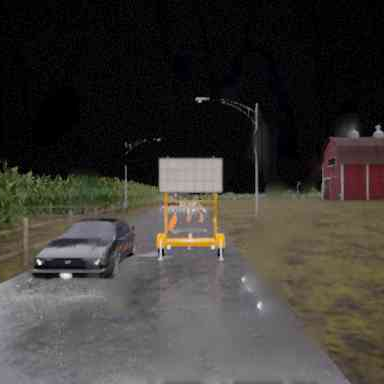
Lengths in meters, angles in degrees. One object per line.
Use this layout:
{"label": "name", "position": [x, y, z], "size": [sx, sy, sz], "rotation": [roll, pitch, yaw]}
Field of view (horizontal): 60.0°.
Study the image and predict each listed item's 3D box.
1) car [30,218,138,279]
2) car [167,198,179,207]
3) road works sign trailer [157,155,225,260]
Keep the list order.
{"label": "car", "position": [-2.891, 1.534, 10.278], "size": [2.033, 1.411, 5.357], "rotation": [0, 0, 0]}
{"label": "car", "position": [-3.053, 1.607, 52.699], "size": [1.994, 1.385, 4.181], "rotation": [0, 0, 0]}
{"label": "road works sign trailer", "position": [-0.045, 0.451, 12.341], "size": [2.380, 3.560, 2.880], "rotation": [0, 0, 0]}
